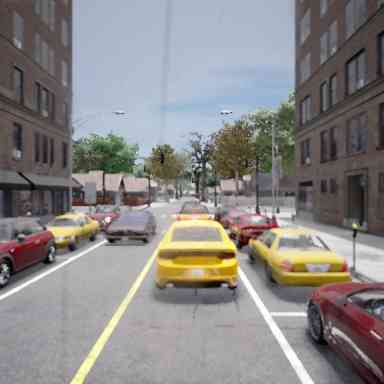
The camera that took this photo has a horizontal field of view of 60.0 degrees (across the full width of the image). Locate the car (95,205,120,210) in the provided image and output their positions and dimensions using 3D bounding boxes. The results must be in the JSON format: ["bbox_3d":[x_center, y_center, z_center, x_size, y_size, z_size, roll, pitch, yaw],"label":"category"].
[{"bbox_3d":[-5.363,1.548,20.171,1.967,1.590,4.097,0,0,0],"label":"car"}]

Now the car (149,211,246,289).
[{"bbox_3d":[0.113,1.526,9.325,1.882,1.535,5.008,0,0,0],"label":"car"}]

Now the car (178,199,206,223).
[{"bbox_3d":[0.036,1.499,27.362,2.097,1.767,4.553,0,0,0],"label":"car"}]

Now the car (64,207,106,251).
[{"bbox_3d":[-5.371,1.602,14.481,1.752,1.417,4.829,0,0,0],"label":"car"}]

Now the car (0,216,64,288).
[{"bbox_3d":[-5.378,1.488,9.133,1.967,1.590,4.097,0,0,0],"label":"car"}]

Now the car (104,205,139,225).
[{"bbox_3d":[-5.356,1.720,25.689,1.802,1.307,4.206,0,0,0],"label":"car"}]

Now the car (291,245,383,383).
[{"bbox_3d":[2.639,1.600,3.606,1.802,1.307,4.206,0,0,0],"label":"car"}]

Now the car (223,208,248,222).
[{"bbox_3d":[2.654,1.622,14.643,1.887,1.381,4.507,0,0,0],"label":"car"}]

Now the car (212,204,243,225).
[{"bbox_3d":[2.669,1.704,25.679,1.947,1.339,4.313,0,0,0],"label":"car"}]

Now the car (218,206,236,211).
[{"bbox_3d":[2.662,1.689,20.161,1.802,1.307,4.206,0,0,0],"label":"car"}]

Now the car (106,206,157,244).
[{"bbox_3d":[-2.821,1.636,16.735,2.033,1.411,5.357,0,0,0],"label":"car"}]

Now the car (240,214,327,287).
[{"bbox_3d":[2.647,1.574,9.295,1.752,1.417,4.829,0,0,0],"label":"car"}]

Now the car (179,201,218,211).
[{"bbox_3d":[0.123,1.451,18.519,2.097,1.767,4.553,0,0,0],"label":"car"}]
